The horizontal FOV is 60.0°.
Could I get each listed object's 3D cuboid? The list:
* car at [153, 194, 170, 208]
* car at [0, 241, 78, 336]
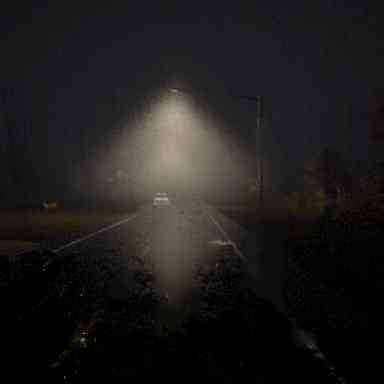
[{"bbox_3d":[-4.472,1.251,48.380,2.150,2.045,5.566,0,0,-6],"label":"car"},{"bbox_3d":[-3.602,1.602,5.581,1.895,1.301,4.718,0,0,0],"label":"car"}]
